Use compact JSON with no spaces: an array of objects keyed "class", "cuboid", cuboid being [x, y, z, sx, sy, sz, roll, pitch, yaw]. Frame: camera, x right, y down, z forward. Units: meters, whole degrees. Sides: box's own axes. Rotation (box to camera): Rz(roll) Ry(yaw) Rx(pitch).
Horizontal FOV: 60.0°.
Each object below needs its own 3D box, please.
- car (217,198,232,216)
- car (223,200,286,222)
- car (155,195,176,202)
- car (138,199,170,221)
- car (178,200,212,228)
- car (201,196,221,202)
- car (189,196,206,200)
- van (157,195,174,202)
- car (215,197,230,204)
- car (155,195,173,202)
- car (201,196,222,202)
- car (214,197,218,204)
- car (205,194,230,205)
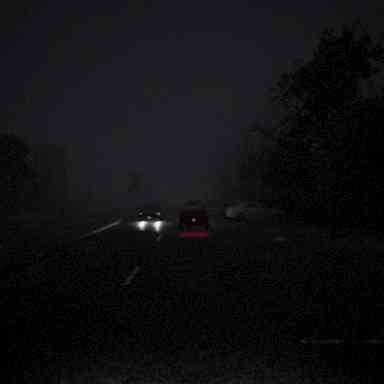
[{"class":"car","cuboid":[5.097,1.535,29.758,5.008,1.535,2.097,0,0,0]},{"class":"car","cuboid":[5.088,1.569,26.610,4.674,1.452,2.002,0,0,0]},{"class":"car","cuboid":[-7.550,1.794,85.148,5.366,1.575,1.946,0,-1,0]},{"class":"car","cuboid":[-3.316,1.600,28.293,2.033,1.411,5.357,0,0,0]},{"class":"car","cuboid":[0.105,1.519,22.374,1.882,1.535,5.008,0,0,0]},{"class":"car","cuboid":[5.047,1.897,90.062,5.366,1.575,1.946,0,-1,0]},{"class":"car","cuboid":[0.404,1.580,41.319,1.837,1.490,4.892,-1,0,6]},{"class":"van","cuboid":[-7.300,1.698,91.109,4.442,1.987,1.878,0,-1,-1]},{"class":"car","cuboid":[5.086,1.543,33.032,4.892,1.521,2.231,0,0,0]},{"class":"car","cuboid":[-7.359,1.727,88.069,4.553,1.767,2.185,0,-1,0]},{"class":"car","cuboid":[5.069,1.840,87.402,5.366,1.575,1.946,0,-1,0]},{"class":"car","cuboid":[5.089,1.588,36.308,4.674,1.452,2.002,0,0,0]},{"class":"car","cuboid":[5.128,1.471,60.644,4.553,1.767,2.185,0,0,0]}]
